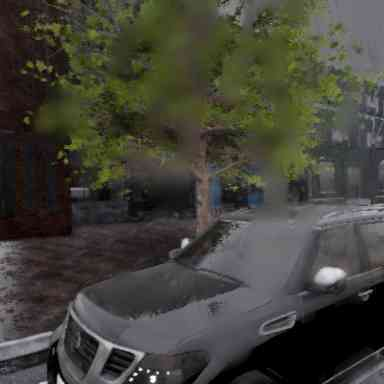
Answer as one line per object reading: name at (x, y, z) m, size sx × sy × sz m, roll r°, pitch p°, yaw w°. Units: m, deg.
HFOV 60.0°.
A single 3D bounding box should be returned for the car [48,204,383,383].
car at (1.224, 1.221, 4.250) m, size 5.566 × 2.045 × 2.150 m, roll 0°, pitch 0°, yaw -35°
